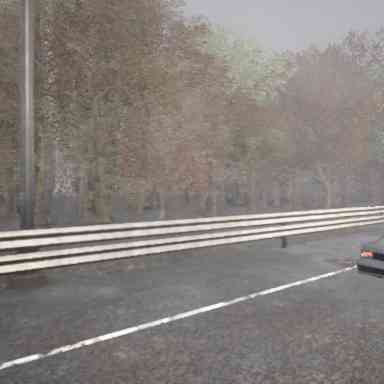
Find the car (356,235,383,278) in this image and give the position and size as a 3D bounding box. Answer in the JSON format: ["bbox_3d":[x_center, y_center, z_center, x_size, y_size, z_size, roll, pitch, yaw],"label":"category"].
[{"bbox_3d":[6.391,1.485,8.718,5.357,1.411,2.033,0,0,-37],"label":"car"}]
